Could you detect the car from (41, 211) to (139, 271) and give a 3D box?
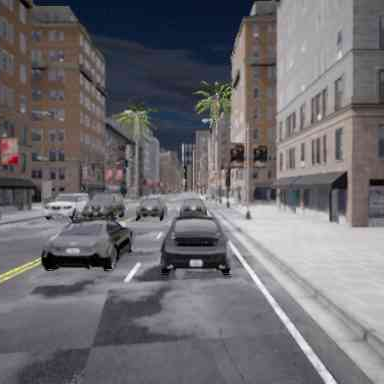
[{"bbox_3d":[-3.148,1.520,10.811,1.994,1.385,4.181,0,0,0],"label":"car"}]

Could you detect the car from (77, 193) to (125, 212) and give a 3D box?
[{"bbox_3d":[-6.592,1.125,25.524,2.150,2.045,5.566,0,0,0],"label":"car"}]

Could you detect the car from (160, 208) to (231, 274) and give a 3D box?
[{"bbox_3d":[0.101,1.462,10.345,1.837,1.490,4.892,0,0,0],"label":"car"}]

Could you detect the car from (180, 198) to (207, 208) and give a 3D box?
[{"bbox_3d":[0.107,1.250,26.824,2.097,1.767,4.553,0,0,0],"label":"car"}]

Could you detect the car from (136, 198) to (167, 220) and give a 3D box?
[{"bbox_3d":[-3.149,1.250,26.804,2.097,1.767,4.553,0,0,0],"label":"car"}]

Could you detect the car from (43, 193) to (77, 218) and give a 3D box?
[{"bbox_3d":[-9.839,1.121,26.772,2.150,2.045,5.566,0,0,0],"label":"car"}]
